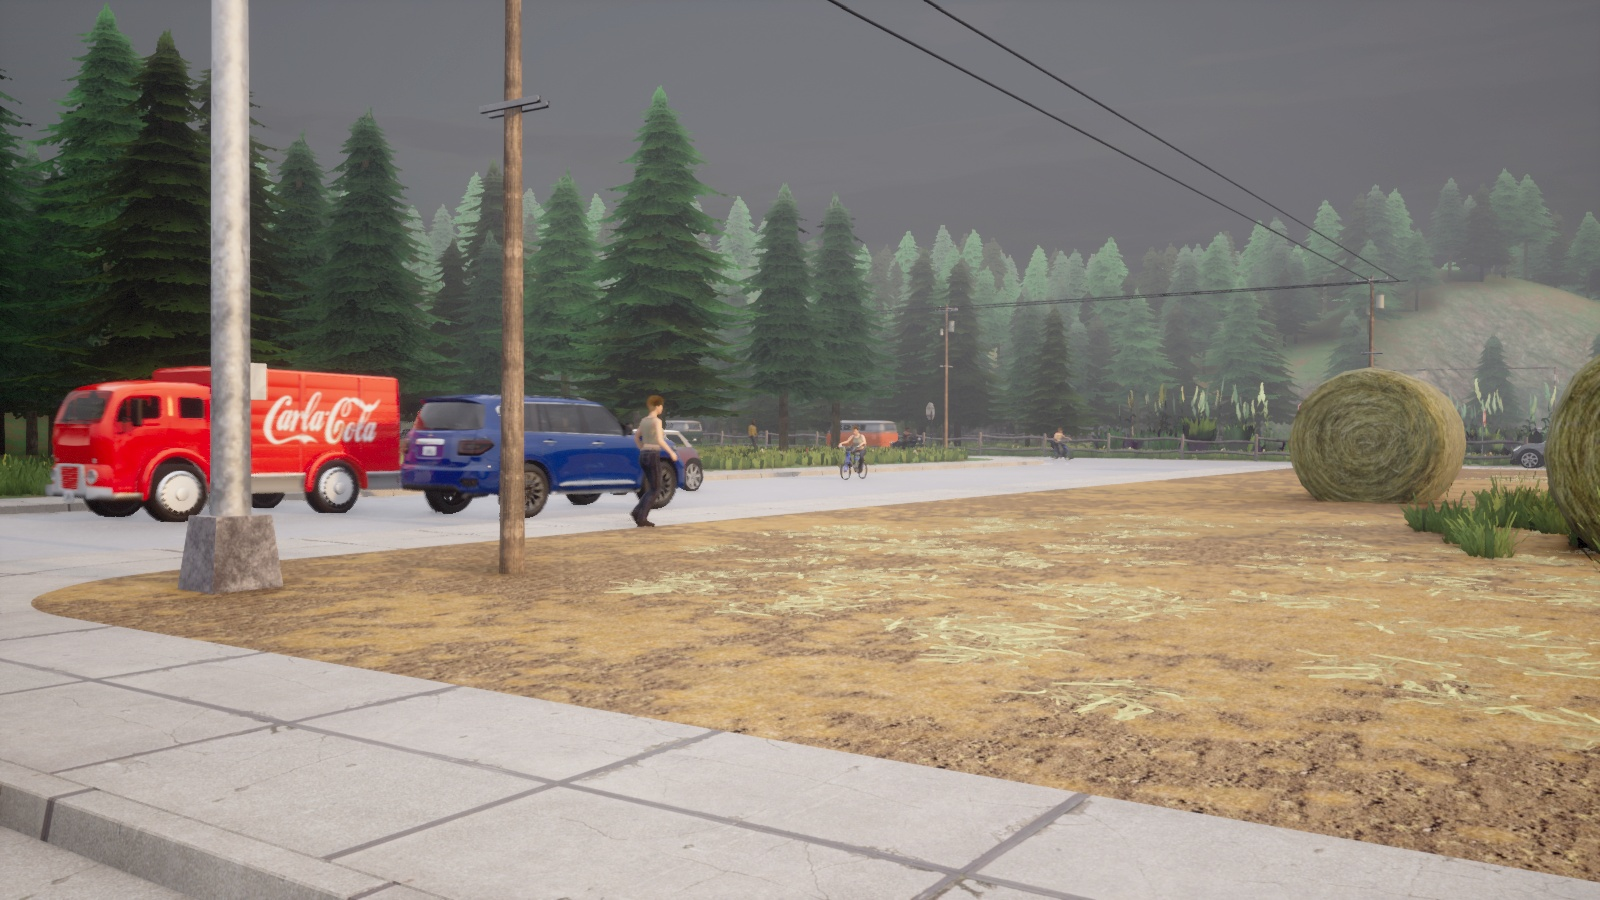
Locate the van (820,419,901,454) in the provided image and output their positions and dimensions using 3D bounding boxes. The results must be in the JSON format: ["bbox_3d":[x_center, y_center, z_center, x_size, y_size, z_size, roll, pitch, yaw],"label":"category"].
[{"bbox_3d":[3.480,-0.797,72.887,4.442,1.987,1.775,0,1,37],"label":"van"}]

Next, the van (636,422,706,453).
[{"bbox_3d":[-8.388,-0.790,81.490,4.442,1.987,1.775,0,1,36],"label":"van"}]

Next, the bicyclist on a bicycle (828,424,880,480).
[{"bbox_3d":[1.602,0.047,37.270,0.866,1.612,1.509,0,2,34],"label":"bicyclist on a bicycle"}]

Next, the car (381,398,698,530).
[{"bbox_3d":[-4.420,0.155,22.374,2.150,2.045,5.566,0,1,34],"label":"car"}]

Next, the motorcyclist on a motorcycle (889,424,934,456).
[{"bbox_3d":[5.902,-0.524,66.654,2.350,1.649,0.766,0,1,37],"label":"motorcyclist on a motorcycle"}]

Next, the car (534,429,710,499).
[{"bbox_3d":[-4.047,0.283,29.080,1.970,1.475,3.806,0,1,35],"label":"car"}]

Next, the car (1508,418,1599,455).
[{"bbox_3d":[31.403,-0.564,51.546,3.806,1.475,1.970,0,1,38],"label":"car"}]

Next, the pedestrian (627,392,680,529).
[{"bbox_3d":[-1.997,0.139,17.122,0.594,1.836,0.345,-1,1,-37],"label":"pedestrian"}]

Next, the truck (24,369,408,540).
[{"bbox_3d":[-9.588,0.043,21.061,2.627,2.467,5.204,0,1,35],"label":"truck"}]
